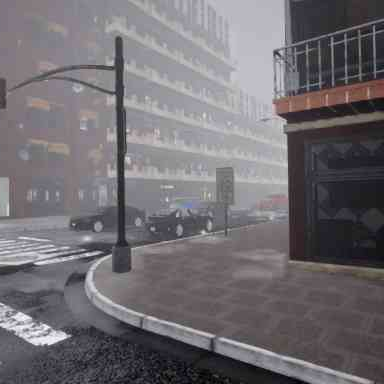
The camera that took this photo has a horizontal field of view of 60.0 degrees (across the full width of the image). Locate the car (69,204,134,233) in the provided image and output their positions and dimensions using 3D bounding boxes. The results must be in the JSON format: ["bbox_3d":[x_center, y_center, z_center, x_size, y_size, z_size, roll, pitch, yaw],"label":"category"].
[{"bbox_3d":[-4.919,1.476,19.944,1.882,1.535,5.008,-1,-1,36],"label":"car"}]

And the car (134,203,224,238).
[{"bbox_3d":[-0.507,1.435,16.803,2.008,1.369,4.403,-1,-1,36],"label":"car"}]

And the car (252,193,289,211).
[{"bbox_3d":[9.830,1.159,40.540,2.150,2.045,5.566,-1,0,36],"label":"car"}]

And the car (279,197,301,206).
[{"bbox_3d":[15.672,1.496,52.962,1.752,1.417,4.829,-1,-1,36],"label":"car"}]

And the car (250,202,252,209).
[{"bbox_3d":[9.287,1.431,44.040,1.967,1.590,4.097,-1,-1,36],"label":"car"}]

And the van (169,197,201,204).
[{"bbox_3d":[-0.438,1.365,30.449,1.690,1.788,3.998,-1,-1,36],"label":"van"}]

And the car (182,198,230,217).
[{"bbox_3d":[1.563,1.478,29.000,1.837,1.490,4.892,-1,-1,35],"label":"car"}]
